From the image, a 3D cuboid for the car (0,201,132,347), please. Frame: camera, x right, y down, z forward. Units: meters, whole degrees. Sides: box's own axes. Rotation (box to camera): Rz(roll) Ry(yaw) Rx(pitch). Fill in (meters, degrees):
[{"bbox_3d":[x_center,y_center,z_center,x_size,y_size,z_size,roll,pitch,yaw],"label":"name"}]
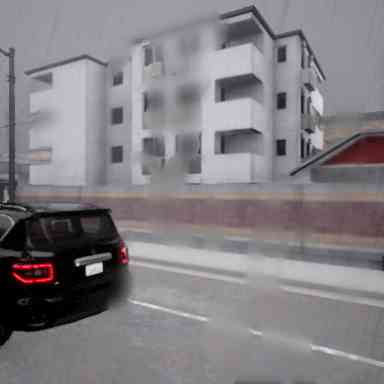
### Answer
[{"bbox_3d":[-3.649,1.193,6.338,5.566,2.045,2.150,1,0,34],"label":"car"}]
